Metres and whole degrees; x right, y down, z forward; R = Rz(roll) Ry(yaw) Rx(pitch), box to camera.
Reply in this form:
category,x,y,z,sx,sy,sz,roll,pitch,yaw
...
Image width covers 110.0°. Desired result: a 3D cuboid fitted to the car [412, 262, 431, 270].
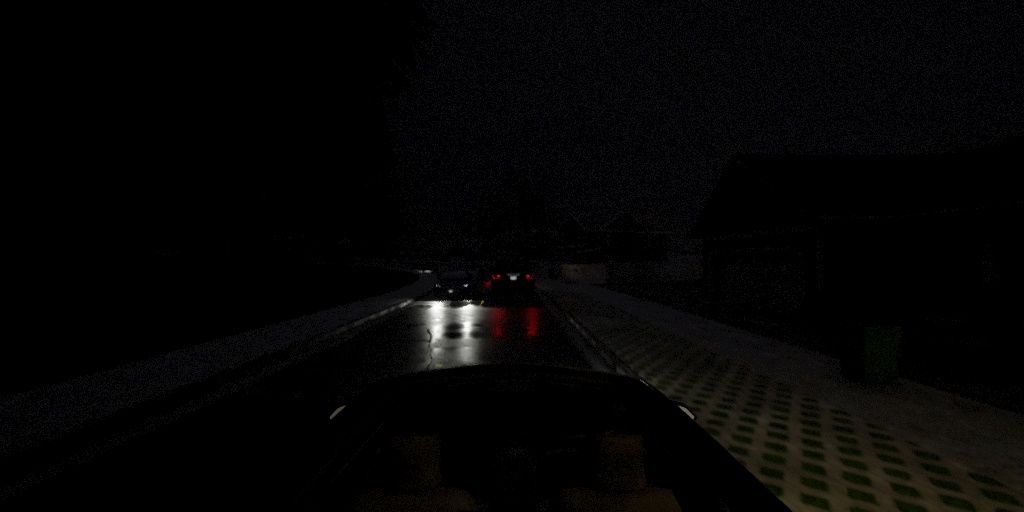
category,x,y,z,sx,sy,sz,roll,pitch,yaw
car,-15.080,1.636,59.390,2.033,1.411,5.357,1,0,-30

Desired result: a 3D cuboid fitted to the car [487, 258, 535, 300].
category,x,y,z,sx,sy,sz,roll,pitch,yaw
car,-0.037,1.143,19.306,2.150,2.045,5.566,0,0,-2

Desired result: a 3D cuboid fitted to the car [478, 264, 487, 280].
category,x,y,z,sx,sy,sz,roll,pitch,yaw
car,-2.338,1.529,35.870,2.128,1.511,4.902,0,0,-13

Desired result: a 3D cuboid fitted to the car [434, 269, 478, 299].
category,x,y,z,sx,sy,sz,roll,pitch,yaw
car,-3.067,1.449,19.651,1.812,1.442,4.674,0,0,-3
